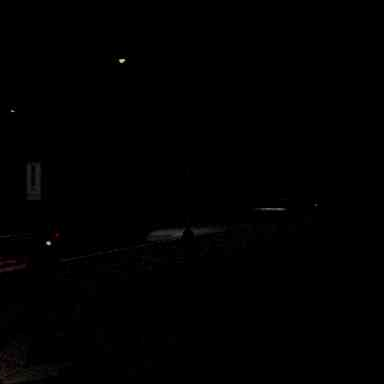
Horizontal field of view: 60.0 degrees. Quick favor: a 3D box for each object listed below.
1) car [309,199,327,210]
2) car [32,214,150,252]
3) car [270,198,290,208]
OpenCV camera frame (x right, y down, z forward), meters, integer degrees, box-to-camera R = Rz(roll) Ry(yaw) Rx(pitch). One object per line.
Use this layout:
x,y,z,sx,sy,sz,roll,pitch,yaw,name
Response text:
16.404,1.579,42.517,1.994,1.385,4.181,-1,-1,35,car
-3.898,1.563,13.842,1.895,1.301,4.718,-1,-1,35,car
13.083,1.614,49.078,1.812,1.442,4.674,-1,-1,35,car
